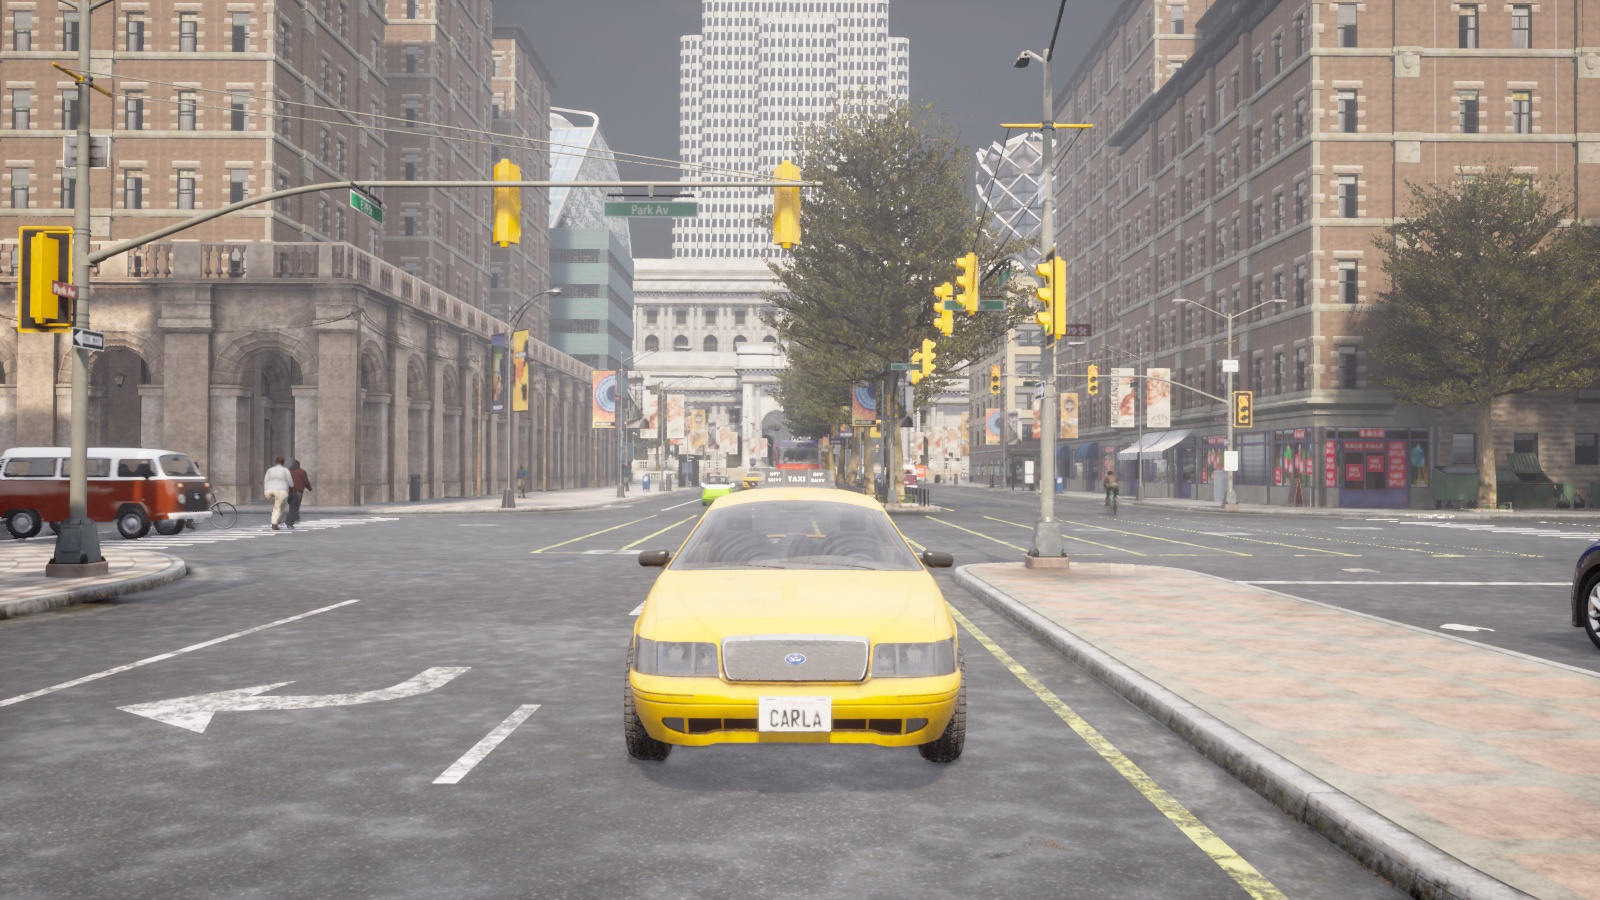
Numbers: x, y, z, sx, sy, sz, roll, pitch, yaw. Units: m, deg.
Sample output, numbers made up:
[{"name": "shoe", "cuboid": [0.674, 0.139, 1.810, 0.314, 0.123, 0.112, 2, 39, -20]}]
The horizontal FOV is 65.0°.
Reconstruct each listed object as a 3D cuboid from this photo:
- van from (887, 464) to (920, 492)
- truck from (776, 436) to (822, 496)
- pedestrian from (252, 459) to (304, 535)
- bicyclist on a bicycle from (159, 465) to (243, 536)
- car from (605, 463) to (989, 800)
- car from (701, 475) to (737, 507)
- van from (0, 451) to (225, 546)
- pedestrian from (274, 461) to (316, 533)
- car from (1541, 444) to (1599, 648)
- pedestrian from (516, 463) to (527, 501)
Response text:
[{"name": "van", "cuboid": [7.784, 2.093, 94.709, 2.069, 2.038, 4.480, 0, -1, 0]}, {"name": "truck", "cuboid": [-0.170, 1.065, 84.432, 2.891, 3.827, 8.468, 0, -1, -1]}, {"name": "pedestrian", "cuboid": [-13.016, 1.164, 31.330, 0.874, 1.855, 0.900, 0, -1, 4]}, {"name": "bicyclist on a bicycle", "cuboid": [-15.317, 1.285, 32.134, 1.843, 1.776, 0.659, 0, -1, -5]}, {"name": "car", "cuboid": [-0.020, 0.898, 8.598, 1.801, 1.575, 5.366, 0, -1, 0]}, {"name": "car", "cuboid": [-3.628, 1.828, 56.310, 1.481, 1.376, 2.207, 0, -1, 0]}, {"name": "van", "cuboid": [-15.691, 1.079, 28.356, 4.480, 2.038, 2.069, -1, -1, 2]}, {"name": "pedestrian", "cuboid": [-13.034, 1.199, 32.434, 0.634, 1.844, 0.899, 0, -1, 7]}, {"name": "car", "cuboid": [7.978, 0.799, 9.444, 2.097, 1.767, 4.553, 0, -1, 0]}, {"name": "pedestrian", "cuboid": [-13.656, 1.557, 61.537, 0.370, 1.835, 0.726, 0, -1, 0]}]
